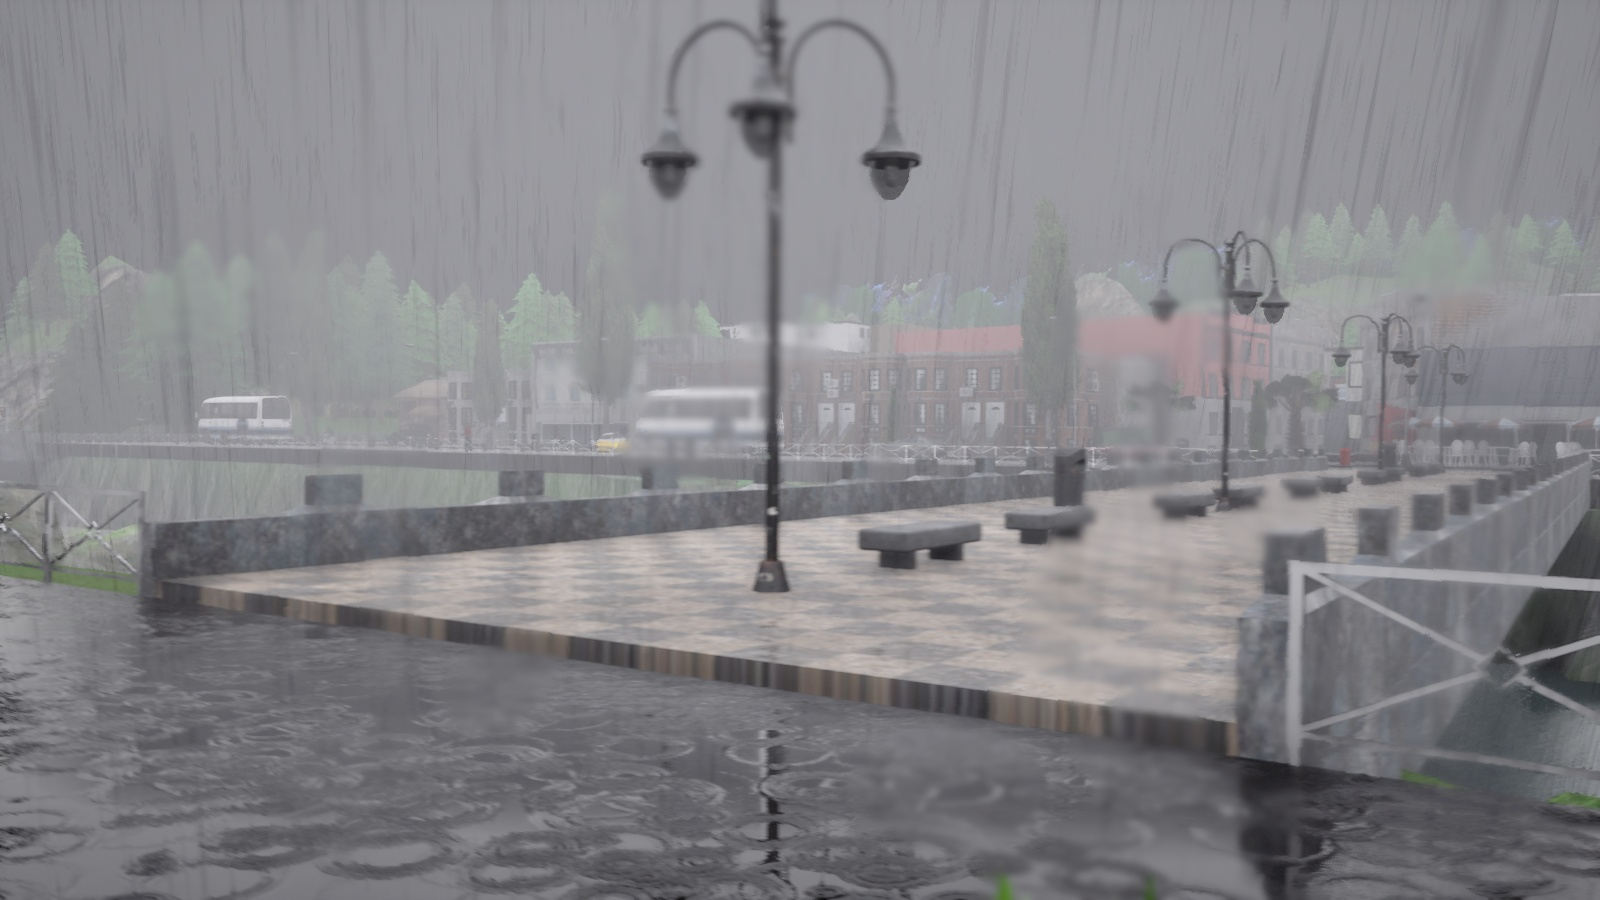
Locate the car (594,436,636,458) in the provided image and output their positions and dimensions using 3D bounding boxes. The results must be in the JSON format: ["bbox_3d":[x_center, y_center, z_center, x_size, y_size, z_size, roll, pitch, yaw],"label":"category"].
[{"bbox_3d":[-12.002,-0.216,81.424,2.207,1.376,1.481,0,1,34],"label":"car"}]

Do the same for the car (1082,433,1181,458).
[{"bbox_3d":[17.567,-0.236,66.591,4.718,1.301,1.895,0,1,34],"label":"car"}]

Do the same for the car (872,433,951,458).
[{"bbox_3d":[6.568,-0.273,73.893,4.181,1.385,1.994,0,1,34],"label":"car"}]

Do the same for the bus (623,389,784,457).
[{"bbox_3d":[-6.396,-1.713,82.472,10.273,4.253,3.944,0,1,34],"label":"bus"}]
